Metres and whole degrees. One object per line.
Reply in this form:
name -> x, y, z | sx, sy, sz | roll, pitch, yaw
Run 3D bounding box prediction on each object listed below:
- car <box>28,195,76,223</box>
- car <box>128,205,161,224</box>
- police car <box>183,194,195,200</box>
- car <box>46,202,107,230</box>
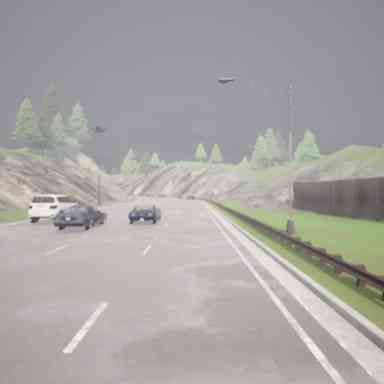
car -> -10.394, 1.215, 25.539 | 2.150, 2.045, 5.566 | 0, 0, 0
car -> -3.397, 1.594, 24.843 | 1.895, 1.301, 4.718 | 0, 0, 0
police car -> -0.410, 1.402, 92.168 | 1.930, 1.638, 5.238 | 0, 0, -8
car -> -6.905, 1.542, 21.062 | 2.033, 1.411, 5.357 | 0, 0, 0
